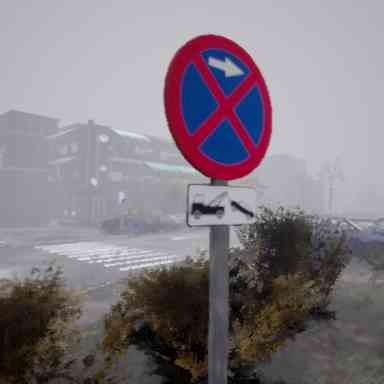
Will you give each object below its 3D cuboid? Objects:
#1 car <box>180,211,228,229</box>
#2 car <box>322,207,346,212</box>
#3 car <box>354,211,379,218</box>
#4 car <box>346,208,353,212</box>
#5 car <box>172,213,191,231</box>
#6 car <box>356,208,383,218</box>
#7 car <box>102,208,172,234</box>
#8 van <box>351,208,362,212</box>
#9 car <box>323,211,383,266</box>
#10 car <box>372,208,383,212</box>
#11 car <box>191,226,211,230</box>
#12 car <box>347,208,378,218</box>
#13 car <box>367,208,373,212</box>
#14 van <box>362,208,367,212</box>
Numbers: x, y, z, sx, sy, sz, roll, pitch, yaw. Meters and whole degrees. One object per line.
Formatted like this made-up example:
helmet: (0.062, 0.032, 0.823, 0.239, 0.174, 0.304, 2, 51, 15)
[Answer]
car: (1.238, 2.821, 34.429, 4.553, 1.767, 2.185, -1, -3, 24)
car: (23.769, 3.966, 57.887, 4.553, 1.767, 2.185, -1, -3, 24)
car: (38.162, 4.845, 72.802, 4.792, 1.488, 2.163, -1, -3, 24)
car: (25.849, 4.196, 60.006, 4.892, 1.521, 2.231, -1, -3, 24)
car: (-2.831, 2.777, 30.142, 4.674, 1.452, 2.002, -1, -3, 24)
car: (40.156, 4.667, 74.944, 5.566, 2.045, 2.435, -1, -3, 24)
car: (-4.907, 2.382, 28.026, 5.566, 2.045, 2.435, -1, -3, 24)
van: (29.833, 4.178, 64.321, 4.442, 1.987, 1.878, -1, -3, 24)
car: (6.385, 2.053, 15.246, 5.566, 2.045, 2.435, 1, -2, 24)
car: (18.882, 2.691, 28.327, 5.566, 2.045, 2.435, 1, -1, 24)
car: (-0.787, 2.843, 32.279, 4.892, 1.521, 2.231, -1, -3, 24)
car: (36.115, 4.460, 70.671, 5.566, 2.045, 2.435, -1, -3, 24)
car: (34.066, 4.357, 68.539, 5.566, 2.045, 2.435, -1, -3, 24)
van: (31.882, 4.281, 66.454, 4.442, 1.987, 1.878, -1, -3, 24)
